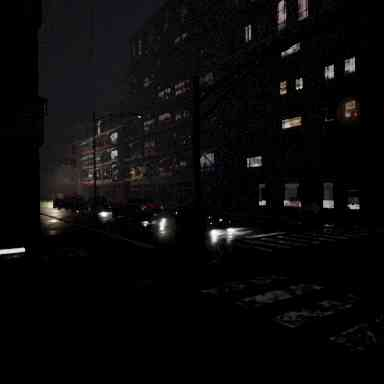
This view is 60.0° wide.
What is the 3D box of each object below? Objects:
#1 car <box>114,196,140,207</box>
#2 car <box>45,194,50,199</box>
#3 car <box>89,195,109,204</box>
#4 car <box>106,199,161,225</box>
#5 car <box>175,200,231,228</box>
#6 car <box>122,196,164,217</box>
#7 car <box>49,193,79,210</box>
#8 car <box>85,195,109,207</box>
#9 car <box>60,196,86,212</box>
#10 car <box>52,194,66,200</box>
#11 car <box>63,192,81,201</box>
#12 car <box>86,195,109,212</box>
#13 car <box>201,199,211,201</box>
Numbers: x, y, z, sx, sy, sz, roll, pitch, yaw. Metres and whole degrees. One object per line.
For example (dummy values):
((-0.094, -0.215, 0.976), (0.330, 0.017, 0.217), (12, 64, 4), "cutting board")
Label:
((-9.025, 1.266, 45.964), (1.752, 1.417, 4.829), (-1, 1, -35), "car")
((-34.797, 1.075, 83.413), (1.752, 1.417, 4.829), (-1, 1, -35), "car")
((-15.468, 1.216, 55.326), (1.752, 1.417, 4.829), (-1, 1, -35), "car")
((-4.373, 1.509, 24.201), (1.887, 1.381, 4.507), (-1, 1, -35), "car")
((0.618, 1.507, 21.743), (1.994, 1.385, 4.181), (-1, 1, -34), "car")
((-4.277, 1.257, 28.848), (2.097, 1.767, 4.553), (-1, 1, -35), "car")
((-15.829, 1.312, 41.072), (1.967, 1.590, 4.097), (-1, 1, -35), "car")
((-13.821, 1.266, 48.271), (1.837, 1.490, 4.892), (-1, 1, -34), "car")
((-12.607, 1.448, 36.392), (2.008, 1.369, 4.403), (-1, 1, -35), "car")
((-31.479, 1.124, 78.592), (2.008, 1.369, 4.403), (-1, 1, -35), "car")
((-25.038, 0.935, 69.227), (2.192, 1.841, 5.009), (-1, 1, -35), "car")
((-9.873, 1.425, 36.994), (1.994, 1.385, 4.181), (-1, 1, -35), "car")
((0.820, 1.359, 31.844), (1.887, 1.381, 4.507), (-1, 1, -35), "car")
